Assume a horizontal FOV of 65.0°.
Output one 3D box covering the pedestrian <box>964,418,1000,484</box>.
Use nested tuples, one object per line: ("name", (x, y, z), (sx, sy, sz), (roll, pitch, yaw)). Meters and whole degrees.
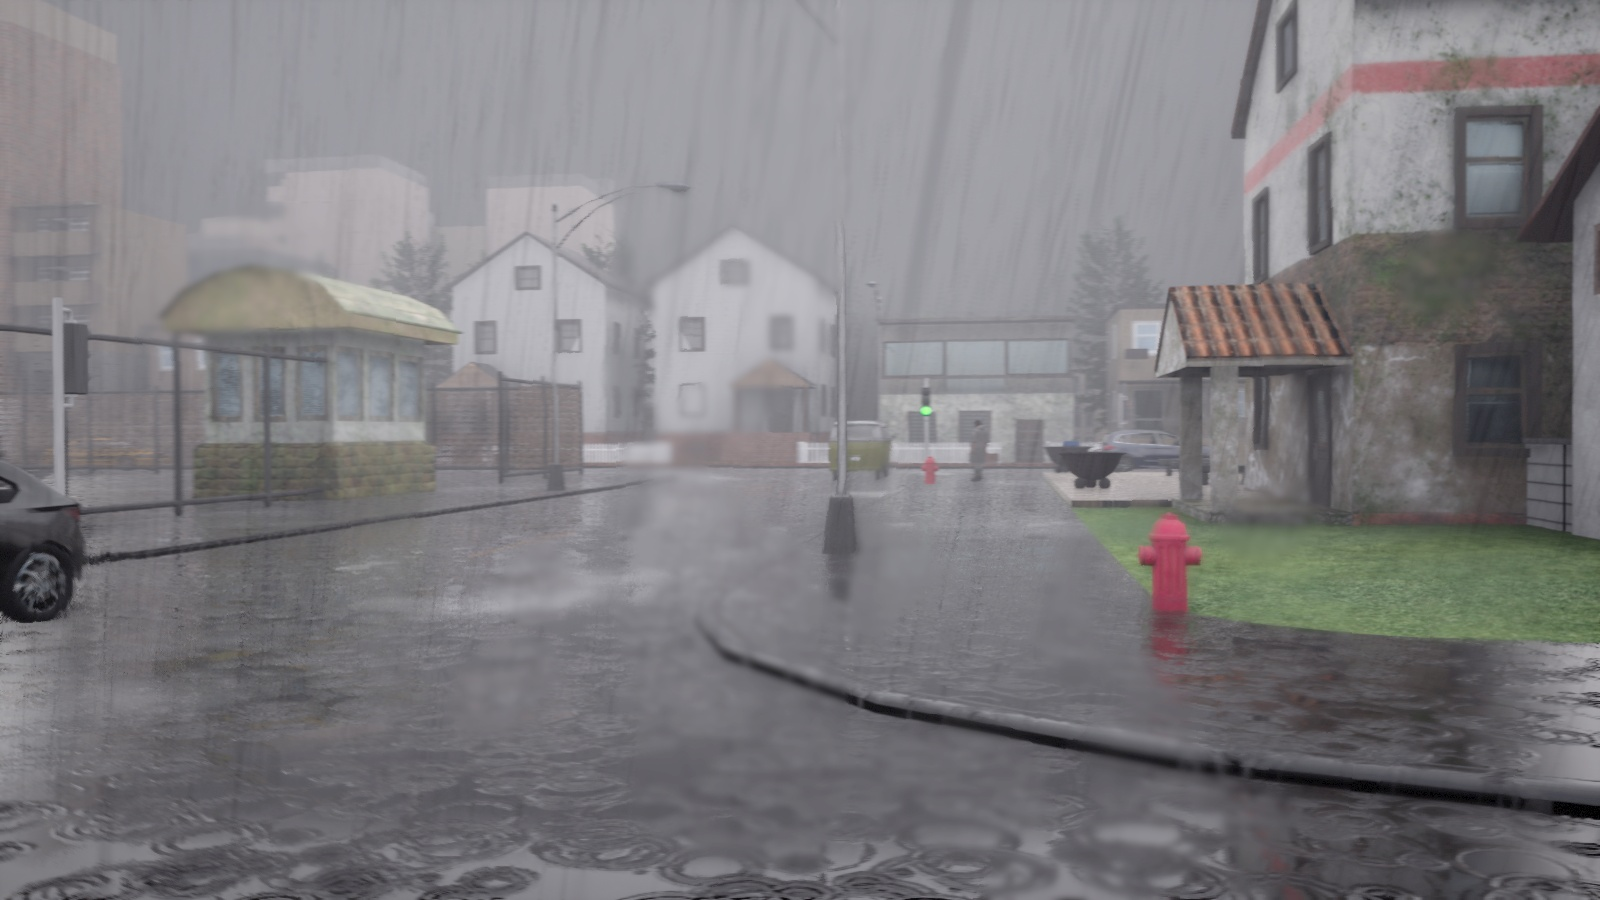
("pedestrian", (5.480, 0.030, 37.778), (0.659, 1.952, 0.873), (0, 1, -32))

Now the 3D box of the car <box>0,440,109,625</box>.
("car", (-7.620, 0.677, 9.404), (1.816, 1.474, 4.193), (1, 1, 17))

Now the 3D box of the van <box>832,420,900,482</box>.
("van", (2.271, 0.000, 42.288), (1.775, 1.987, 4.442), (0, 1, 9))

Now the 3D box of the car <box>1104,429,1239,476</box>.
("car", (13.849, 0.075, 47.087), (4.611, 1.667, 2.242), (0, 1, 10))

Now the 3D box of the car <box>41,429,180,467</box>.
("car", (-29.808, -0.121, 54.341), (5.366, 1.575, 1.801), (0, 1, 11))
